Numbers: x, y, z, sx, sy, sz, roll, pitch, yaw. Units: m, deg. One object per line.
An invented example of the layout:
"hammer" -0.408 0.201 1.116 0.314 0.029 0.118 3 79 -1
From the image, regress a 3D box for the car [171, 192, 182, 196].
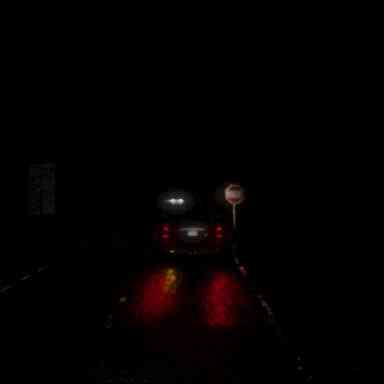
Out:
"car" -2.798 0.693 61.456 1.895 1.301 4.718 0 1 1

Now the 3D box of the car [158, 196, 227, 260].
"car" -0.008 1.181 11.784 2.097 1.767 4.553 0 1 -1
